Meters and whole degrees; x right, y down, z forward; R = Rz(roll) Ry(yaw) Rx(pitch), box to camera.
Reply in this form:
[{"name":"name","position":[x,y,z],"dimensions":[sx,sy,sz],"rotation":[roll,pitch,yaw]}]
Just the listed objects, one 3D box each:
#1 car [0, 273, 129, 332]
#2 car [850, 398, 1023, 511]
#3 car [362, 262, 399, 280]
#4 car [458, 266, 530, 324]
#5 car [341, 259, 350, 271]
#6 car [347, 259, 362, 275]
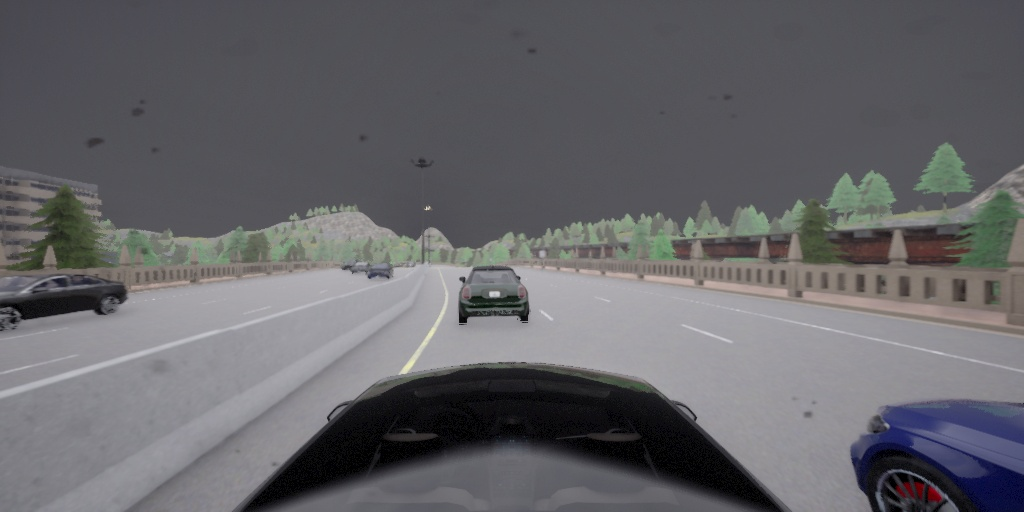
[{"name":"car","position":[-14.815,1.321,11.084],"dimensions":[2.128,1.511,4.902],"rotation":[0,0,-7]},{"name":"car","position":[3.453,1.261,0.705],"dimensions":[1.812,1.442,4.674],"rotation":[0,0,0]},{"name":"car","position":[-11.804,1.365,32.548],"dimensions":[2.033,1.411,5.357],"rotation":[0,0,-12]},{"name":"car","position":[-0.727,1.104,12.285],"dimensions":[2.097,1.767,4.553],"rotation":[0,0,-6]},{"name":"car","position":[-23.127,1.240,51.954],"dimensions":[2.097,1.767,4.553],"rotation":[0,0,-12]},{"name":"car","position":[-17.354,1.378,41.693],"dimensions":[1.812,1.442,4.674],"rotation":[0,0,-12]}]
